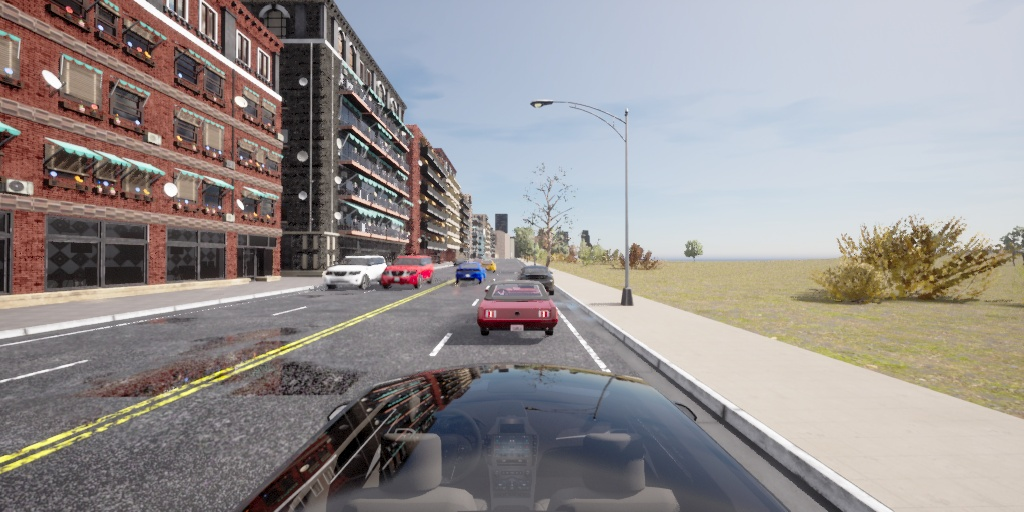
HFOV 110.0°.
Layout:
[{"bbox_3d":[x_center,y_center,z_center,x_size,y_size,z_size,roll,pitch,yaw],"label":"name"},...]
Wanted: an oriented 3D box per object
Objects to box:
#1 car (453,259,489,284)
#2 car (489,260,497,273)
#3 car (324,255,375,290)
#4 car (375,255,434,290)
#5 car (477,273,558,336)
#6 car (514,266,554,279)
[{"bbox_3d":[-3.046,1.232,27.198,1.882,1.535,5.008,0,-1,0],"label":"car"},{"bbox_3d":[-2.973,1.232,44.275,1.882,1.535,5.008,0,-1,0],"label":"car"},{"bbox_3d":[-9.763,0.975,23.026,2.150,2.045,5.566,0,0,0],"label":"car"},{"bbox_3d":[-6.513,0.975,23.069,2.150,2.045,5.566,0,0,0],"label":"car"},{"bbox_3d":[0.134,1.353,10.386,1.895,1.301,4.718,0,0,0],"label":"car"},{"bbox_3d":[1.210,1.258,19.586,1.837,1.490,4.892,0,0,0],"label":"car"}]
